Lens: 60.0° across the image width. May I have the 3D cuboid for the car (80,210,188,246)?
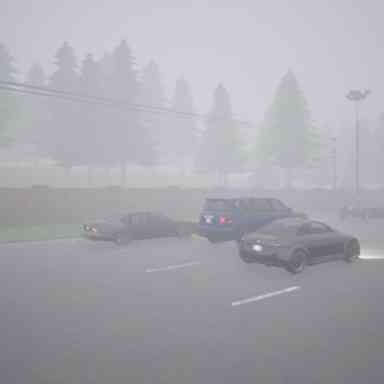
[{"bbox_3d":[-2.216,1.531,15.106,5.357,1.411,2.033,0,0,-35],"label":"car"}]

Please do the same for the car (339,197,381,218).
[{"bbox_3d":[13.778,1.289,26.490,4.553,1.767,2.097,0,0,-35],"label":"car"}]

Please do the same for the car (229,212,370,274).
[{"bbox_3d":[3.483,1.542,10.559,4.181,1.385,1.994,0,0,-35],"label":"car"}]

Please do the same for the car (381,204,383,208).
[{"bbox_3d":[15.802,1.289,23.635,4.553,1.767,2.097,0,0,-35],"label":"car"}]

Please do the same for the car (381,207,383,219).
[{"bbox_3d":[7.400,1.326,9.046,4.553,1.767,2.097,0,0,-35],"label":"car"}]

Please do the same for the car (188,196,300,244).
[{"bbox_3d":[2.829,1.196,14.383,5.566,2.045,2.150,0,0,-35],"label":"car"}]
